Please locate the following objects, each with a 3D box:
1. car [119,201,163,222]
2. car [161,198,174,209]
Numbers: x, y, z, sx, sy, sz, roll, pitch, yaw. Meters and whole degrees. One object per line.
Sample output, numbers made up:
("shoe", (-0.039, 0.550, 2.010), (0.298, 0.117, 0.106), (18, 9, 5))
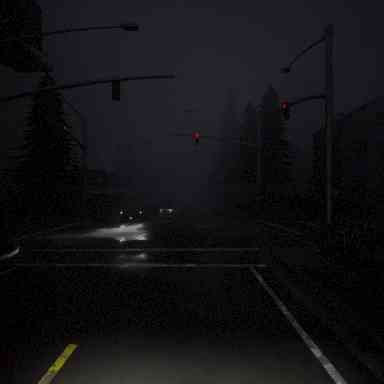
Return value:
("car", (-3.948, 1.565, 25.634), (1.895, 1.301, 4.718), (-1, -1, 10))
("car", (-3.531, 1.547, 45.920), (2.033, 1.411, 5.357), (0, 0, 0))
